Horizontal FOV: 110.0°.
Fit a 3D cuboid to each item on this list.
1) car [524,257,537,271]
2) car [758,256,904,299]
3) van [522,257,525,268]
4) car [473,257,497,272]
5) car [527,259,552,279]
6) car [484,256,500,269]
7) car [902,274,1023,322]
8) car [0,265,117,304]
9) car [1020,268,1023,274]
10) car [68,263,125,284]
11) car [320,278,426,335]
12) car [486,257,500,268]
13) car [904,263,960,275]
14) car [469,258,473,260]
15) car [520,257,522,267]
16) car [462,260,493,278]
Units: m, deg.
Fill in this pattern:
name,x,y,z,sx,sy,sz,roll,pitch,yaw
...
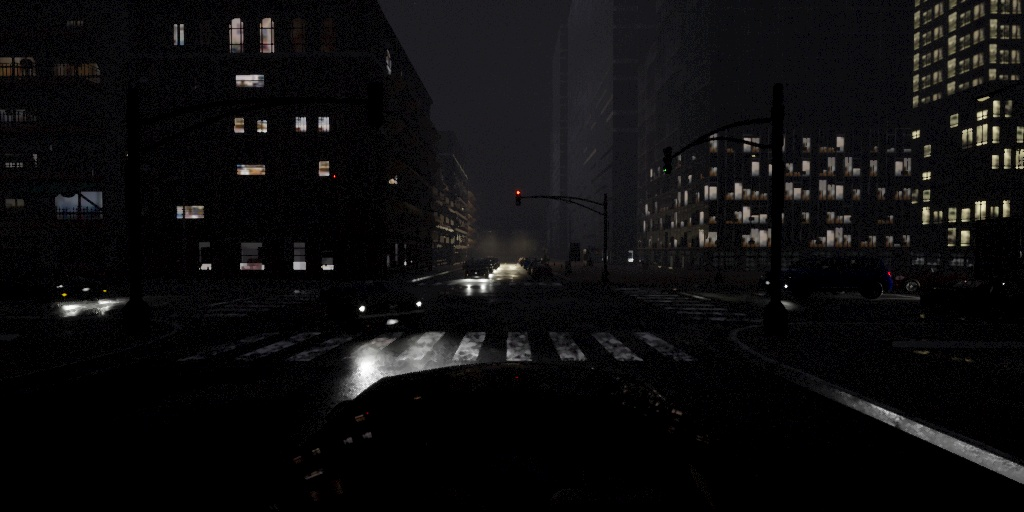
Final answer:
name,x,y,z,sx,sy,sz,roll,pitch,yaw
car,2.623,1.159,38.159,1.967,1.591,4.097,0,0,0
car,15.724,1.020,18.136,5.566,2.045,2.150,0,1,1
van,2.613,1.045,49.451,1.690,1.789,3.998,0,0,0
car,-3.134,1.220,41.590,1.837,1.490,4.892,0,0,0
car,2.628,1.272,32.513,1.888,1.381,4.507,0,0,0
car,-3.130,1.054,50.826,2.097,1.767,4.553,0,0,0
car,16.705,1.445,12.220,4.403,1.370,2.007,0,0,1
car,-20.262,1.246,15.402,4.181,1.385,1.994,0,1,1
car,25.745,1.336,18.009,4.902,1.511,2.128,0,1,1
car,-25.875,1.110,21.377,4.507,1.381,1.888,0,0,1
car,-4.323,1.347,10.772,1.895,1.301,4.718,0,0,-37
car,-3.115,1.037,60.734,2.097,1.767,4.553,0,0,0
car,23.356,1.230,20.773,4.097,1.591,1.967,0,0,1
car,-5.735,1.270,49.410,1.948,1.339,4.313,0,0,0
car,2.607,1.240,55.097,1.888,1.381,4.507,0,0,0
car,-3.119,1.290,32.851,1.994,1.385,4.181,0,0,0
